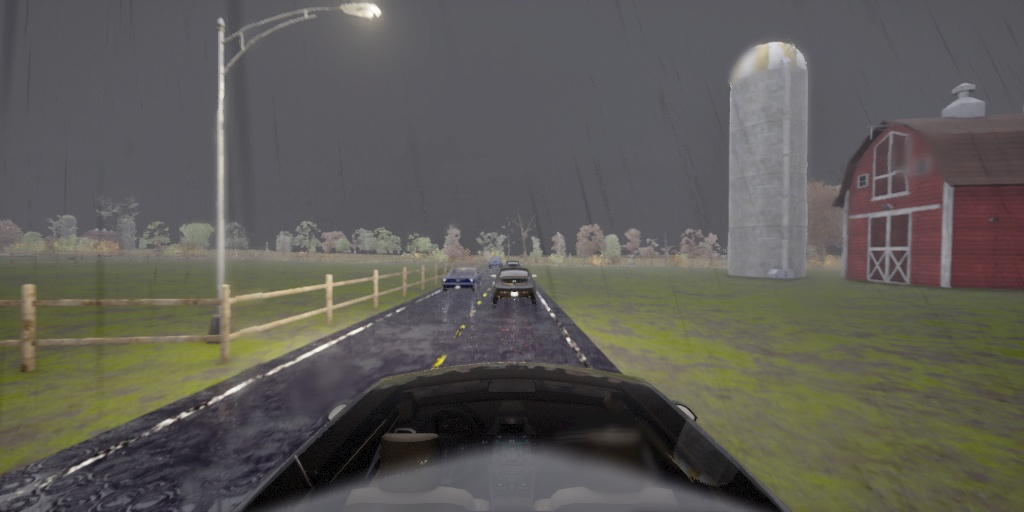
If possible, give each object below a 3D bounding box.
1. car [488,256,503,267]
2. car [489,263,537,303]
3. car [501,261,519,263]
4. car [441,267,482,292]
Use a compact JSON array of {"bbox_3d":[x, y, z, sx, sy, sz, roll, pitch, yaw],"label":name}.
[{"bbox_3d":[-2.796,0.975,61.494,2.150,2.045,5.566,0,0,1],"label":"car"},{"bbox_3d":[0.099,1.248,16.527,1.837,1.490,4.892,0,0,0],"label":"car"},{"bbox_3d":[0.095,1.245,37.878,1.837,1.490,4.892,0,0,0],"label":"car"},{"bbox_3d":[-2.853,1.343,21.087,1.895,1.301,4.718,0,0,0],"label":"car"}]
